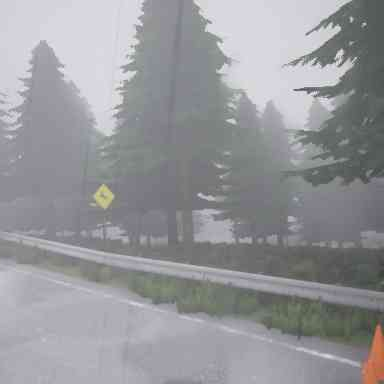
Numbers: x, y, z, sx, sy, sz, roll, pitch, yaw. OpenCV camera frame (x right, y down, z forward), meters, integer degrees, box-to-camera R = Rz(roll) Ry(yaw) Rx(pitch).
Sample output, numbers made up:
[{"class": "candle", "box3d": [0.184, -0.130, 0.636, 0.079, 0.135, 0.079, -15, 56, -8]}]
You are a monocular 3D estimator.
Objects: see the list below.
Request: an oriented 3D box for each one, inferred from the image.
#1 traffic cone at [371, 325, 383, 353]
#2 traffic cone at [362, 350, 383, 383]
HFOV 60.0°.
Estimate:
[{"class": "traffic cone", "box3d": [2.321, 1.956, 4.128, 0.340, 0.580, 0.340, 0, 0, 34]}, {"class": "traffic cone", "box3d": [1.774, 1.956, 3.294, 0.340, 0.580, 0.340, 0, 0, 34]}]
